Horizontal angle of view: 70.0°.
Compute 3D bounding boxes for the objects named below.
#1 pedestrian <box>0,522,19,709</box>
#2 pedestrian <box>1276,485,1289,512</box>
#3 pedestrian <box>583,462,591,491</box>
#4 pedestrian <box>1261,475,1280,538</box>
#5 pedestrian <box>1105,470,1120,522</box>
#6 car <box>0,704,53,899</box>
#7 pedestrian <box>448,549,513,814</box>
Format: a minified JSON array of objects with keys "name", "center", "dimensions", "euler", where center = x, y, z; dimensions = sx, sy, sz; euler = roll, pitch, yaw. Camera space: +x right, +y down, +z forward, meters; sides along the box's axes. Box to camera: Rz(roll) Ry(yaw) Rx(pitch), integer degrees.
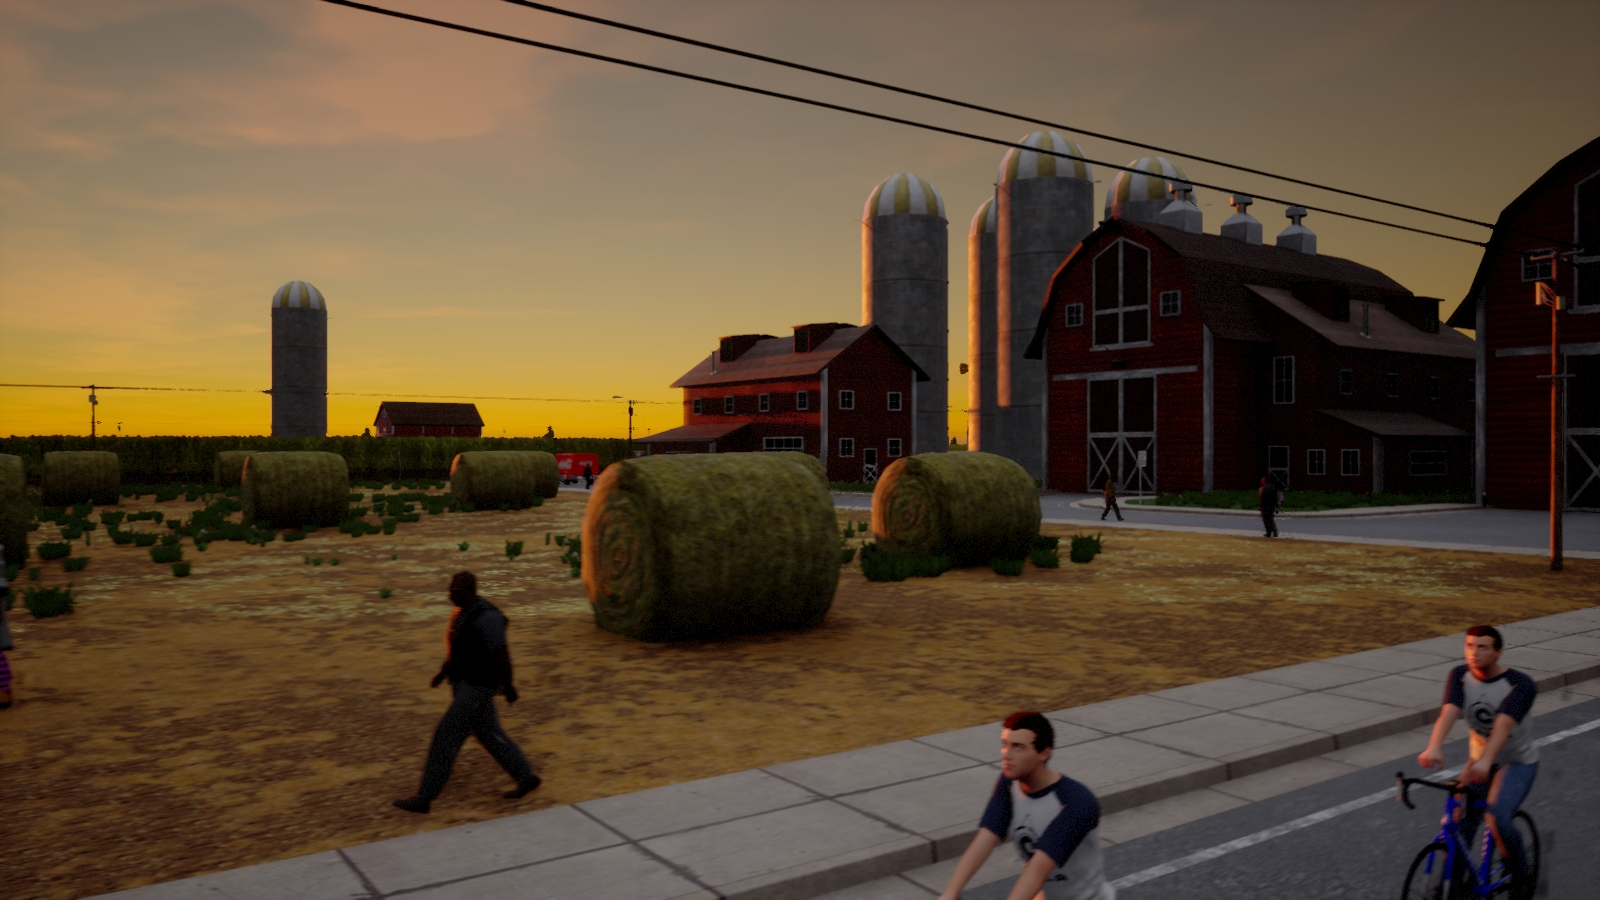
[{"name":"pedestrian","center":[-8.198,1.676,11.620],"dimensions":[0.375,1.860,0.375],"euler":[0,0,-27]},{"name":"pedestrian","center":[20.238,2.047,47.919],"dimensions":[0.500,1.100,0.500],"euler":[0,0,26]},{"name":"pedestrian","center":[-13.536,1.668,72.767],"dimensions":[0.375,1.860,0.375],"euler":[0,0,-37]},{"name":"pedestrian","center":[13.979,1.671,33.935],"dimensions":[0.375,1.860,0.375],"euler":[0,0,-29]},{"name":"pedestrian","center":[11.328,1.670,41.456],"dimensions":[0.375,1.860,0.375],"euler":[0,0,-38]},{"name":"car","center":[-3.986,1.781,0.931],"dimensions":[5.566,2.045,2.150],"euler":[0,0,-36]},{"name":"pedestrian","center":[-2.376,1.688,8.486],"dimensions":[0.375,1.860,0.375],"euler":[0,0,-32]}]
